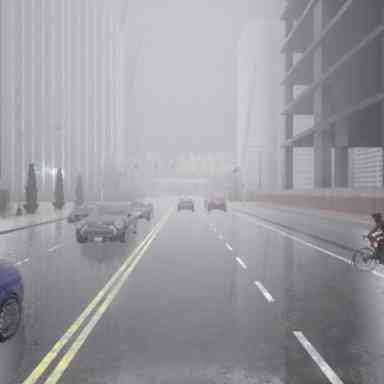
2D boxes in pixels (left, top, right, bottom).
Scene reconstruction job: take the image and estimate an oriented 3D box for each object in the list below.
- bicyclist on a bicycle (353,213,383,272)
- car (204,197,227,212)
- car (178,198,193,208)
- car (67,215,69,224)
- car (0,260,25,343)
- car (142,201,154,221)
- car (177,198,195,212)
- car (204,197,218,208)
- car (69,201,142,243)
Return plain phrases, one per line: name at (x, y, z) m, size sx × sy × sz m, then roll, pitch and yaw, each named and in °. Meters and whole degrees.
bicyclist on a bicycle at (5.217, 1.401, 9.105) m, size 1.656 × 1.620 × 0.582 m, roll 0°, pitch 0°, yaw -1°
car at (2.783, 1.339, 38.976) m, size 2.097 × 1.767 × 4.553 m, roll 0°, pitch 0°, yaw -1°
car at (-0.949, 1.547, 48.488) m, size 1.994 × 1.385 × 4.181 m, roll 0°, pitch 0°, yaw -1°
car at (-7.497, 1.556, 24.218) m, size 1.994 × 1.385 × 4.181 m, roll 0°, pitch 0°, yaw -1°
car at (-3.622, 1.524, 3.719) m, size 1.812 × 1.442 × 4.674 m, roll 0°, pitch 0°, yaw -1°
car at (-4.116, 1.483, 26.761) m, size 2.128 × 1.511 × 4.902 m, roll 0°, pitch 0°, yaw -1°
car at (-0.722, 1.478, 39.254) m, size 2.128 × 1.511 × 4.902 m, roll 0°, pitch 0°, yaw -1°
car at (2.734, 1.488, 48.345) m, size 1.837 × 1.490 × 4.892 m, roll 0°, pitch 0°, yaw 2°
car at (-3.893, 1.346, 15.855) m, size 2.097 × 1.767 × 4.553 m, roll 0°, pitch 0°, yaw -1°
